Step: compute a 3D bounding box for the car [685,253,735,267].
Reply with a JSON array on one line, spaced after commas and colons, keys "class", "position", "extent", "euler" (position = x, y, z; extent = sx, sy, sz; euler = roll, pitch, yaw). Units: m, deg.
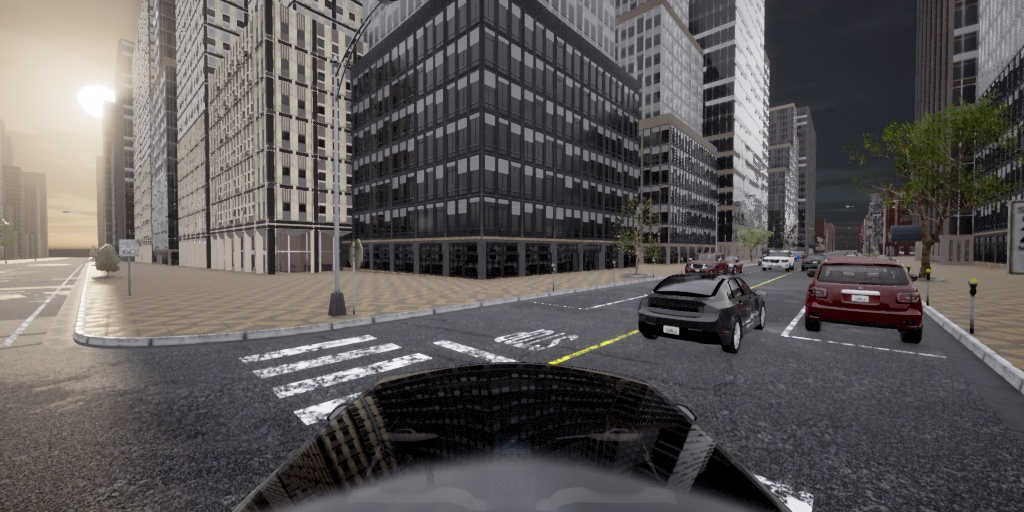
[{"class": "car", "position": [14.780, 0.669, 27.082], "extent": [2.192, 1.841, 5.009], "euler": [0, 0, 43]}]

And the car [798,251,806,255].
[{"class": "car", "position": [30.237, 0.590, 35.576], "extent": [2.097, 1.767, 4.553], "euler": [1, 1, 44]}]

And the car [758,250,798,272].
[{"class": "car", "position": [26.914, 0.441, 36.169], "extent": [2.150, 2.045, 5.566], "euler": [1, 1, 43]}]

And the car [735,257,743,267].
[{"class": "car", "position": [18.597, 0.730, 31.123], "extent": [1.967, 1.591, 4.097], "euler": [0, 0, 43]}]

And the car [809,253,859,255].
[{"class": "car", "position": [12.886, 0.905, 13.583], "extent": [2.192, 1.841, 5.009], "euler": [0, 0, 43]}]

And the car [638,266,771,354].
[{"class": "car", "position": [4.759, 1.164, 8.725], "extent": [1.837, 1.490, 4.892], "euler": [1, 1, 43]}]

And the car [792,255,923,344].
[{"class": "car", "position": [9.139, 0.971, 9.478], "extent": [2.192, 1.841, 5.009], "euler": [0, 0, 43]}]
